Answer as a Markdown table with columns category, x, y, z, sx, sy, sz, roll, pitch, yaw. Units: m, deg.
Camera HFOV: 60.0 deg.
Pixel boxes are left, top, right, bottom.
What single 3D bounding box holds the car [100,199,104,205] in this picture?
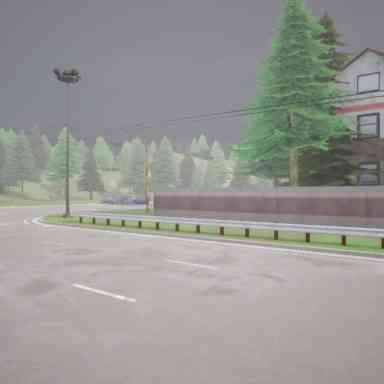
| category | x | y | z | sx | sy | sz | roll | pitch | yaw |
| --- | --- | --- | --- | --- | --- | --- | --- | --- | --- |
| car | -14.197 | 1.525 | 59.528 | 1.812 | 1.442 | 4.674 | 0 | 0 | 36 |

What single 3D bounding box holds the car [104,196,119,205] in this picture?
| category | x | y | z | sx | sy | sz | roll | pitch | yaw |
| --- | --- | --- | --- | --- | --- | --- | --- | --- | --- |
| car | -11.995 | 1.352 | 56.613 | 2.097 | 1.767 | 4.553 | 0 | 0 | 36 |

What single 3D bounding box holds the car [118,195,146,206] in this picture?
| category | x | y | z | sx | sy | sz | roll | pitch | yaw |
| --- | --- | --- | --- | --- | --- | --- | --- | --- | --- |
| car | -9.295 | 1.525 | 54.388 | 1.812 | 1.442 | 4.674 | 0 | 0 | 36 |
